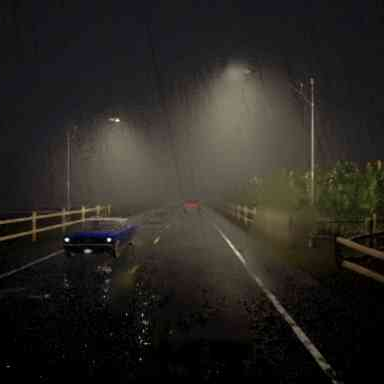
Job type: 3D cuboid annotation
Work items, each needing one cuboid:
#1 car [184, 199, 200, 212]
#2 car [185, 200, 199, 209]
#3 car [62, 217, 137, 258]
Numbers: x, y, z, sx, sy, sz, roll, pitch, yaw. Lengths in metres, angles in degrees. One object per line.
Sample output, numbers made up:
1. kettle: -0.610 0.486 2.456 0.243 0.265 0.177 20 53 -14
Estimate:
1. car: 0.020 1.789 44.990 2.097 1.767 4.553 0 -1 0
2. car: 0.026 2.036 55.218 2.128 1.511 4.902 0 -1 0
3. car: -3.521 1.726 13.469 1.895 1.301 4.718 0 -1 1
